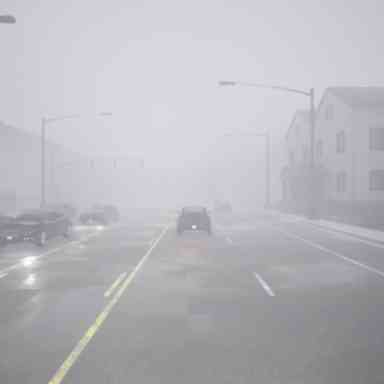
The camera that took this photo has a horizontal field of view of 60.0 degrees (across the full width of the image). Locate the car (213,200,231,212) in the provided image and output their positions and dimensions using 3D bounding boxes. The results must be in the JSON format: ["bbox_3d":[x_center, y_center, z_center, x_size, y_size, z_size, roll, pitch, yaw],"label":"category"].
[{"bbox_3d":[3.604,1.647,40.058,2.033,1.411,5.357,0,0,0],"label":"car"}]

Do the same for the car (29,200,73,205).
[{"bbox_3d":[-10.518,1.570,26.136,1.837,1.490,4.892,0,0,0],"label":"car"}]

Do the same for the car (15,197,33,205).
[{"bbox_3d":[-28.178,1.435,55.674,1.853,1.218,4.536,0,0,-36],"label":"car"}]

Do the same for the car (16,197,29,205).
[{"bbox_3d":[-28.174,1.423,50.986,1.853,1.218,4.536,0,0,44],"label":"car"}]

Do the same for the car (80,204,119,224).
[{"bbox_3d":[-7.023,1.612,25.776,2.033,1.411,5.357,0,0,1],"label":"car"}]

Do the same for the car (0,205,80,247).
[{"bbox_3d":[-7.081,1.544,15.366,1.837,1.490,4.892,0,0,0],"label":"car"}]

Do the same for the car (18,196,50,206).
[{"bbox_3d":[-28.934,1.605,60.999,2.038,1.542,4.974,0,0,29],"label":"car"}]

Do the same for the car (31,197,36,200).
[{"bbox_3d":[-28.147,1.592,55.632,2.038,1.542,4.974,0,0,-36],"label":"car"}]

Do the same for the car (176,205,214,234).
[{"bbox_3d":[0.112,1.553,19.557,1.837,1.490,4.892,0,0,0],"label":"car"}]

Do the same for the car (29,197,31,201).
[{"bbox_3d":[-28.139,1.581,51.024,2.038,1.542,4.974,0,0,44],"label":"car"}]

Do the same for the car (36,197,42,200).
[{"bbox_3d":[-28.959,1.448,60.954,1.853,1.218,4.536,0,0,29],"label":"car"}]
